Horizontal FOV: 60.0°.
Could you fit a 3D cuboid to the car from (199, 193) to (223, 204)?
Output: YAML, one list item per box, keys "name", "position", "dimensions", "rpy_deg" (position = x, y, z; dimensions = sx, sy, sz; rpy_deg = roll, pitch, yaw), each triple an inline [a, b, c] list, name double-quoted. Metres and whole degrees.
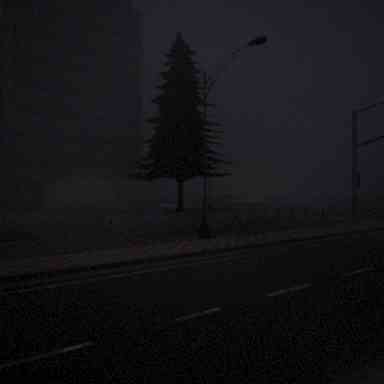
- name: "car"
  position: [3.120, 1.474, 62.399]
  dimensions: [1.812, 1.442, 4.674]
  rpy_deg: [0, 0, -35]

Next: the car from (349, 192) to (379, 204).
- name: "car"
  position: [38.938, 1.053, 75.203]
  dimensions: [1.932, 1.855, 4.605]
  rpy_deg: [0, 0, -36]

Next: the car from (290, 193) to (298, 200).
- name: "car"
  position: [23.522, 1.274, 82.651]
  dimensions: [1.784, 1.438, 3.905]
  rpy_deg: [0, 0, -36]

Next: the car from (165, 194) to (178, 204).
- name: "car"
  position: [-4.483, 1.559, 60.882]
  dimensions: [1.895, 1.301, 4.718]
  rpy_deg: [0, 0, -35]

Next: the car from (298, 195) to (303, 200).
- name: "car"
  position: [25.678, 1.060, 84.249]
  dimensions: [1.932, 1.855, 4.605]
  rpy_deg: [0, 0, -36]

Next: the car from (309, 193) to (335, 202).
- name: "car"
  position: [25.228, 1.318, 65.325]
  dimensions: [1.970, 1.475, 3.806]
  rpy_deg: [0, 0, -36]

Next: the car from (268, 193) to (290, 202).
- name: "car"
  position: [21.163, 1.310, 80.972]
  dimensions: [1.970, 1.475, 3.806]
  rpy_deg: [0, 0, -36]

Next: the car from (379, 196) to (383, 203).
- name: "car"
  position: [41.334, 1.260, 76.831]
  dimensions: [1.784, 1.438, 3.905]
  rpy_deg: [0, 0, -36]

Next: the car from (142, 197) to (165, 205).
- name: "car"
  position: [-7.126, 1.527, 58.556]
  dimensions: [1.994, 1.385, 4.181]
  rpy_deg: [0, 0, -35]

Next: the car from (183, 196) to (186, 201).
- name: "car"
  position: [-3.247, 1.274, 71.195]
  dimensions: [1.837, 1.490, 4.892]
  rpy_deg: [0, 0, -36]
